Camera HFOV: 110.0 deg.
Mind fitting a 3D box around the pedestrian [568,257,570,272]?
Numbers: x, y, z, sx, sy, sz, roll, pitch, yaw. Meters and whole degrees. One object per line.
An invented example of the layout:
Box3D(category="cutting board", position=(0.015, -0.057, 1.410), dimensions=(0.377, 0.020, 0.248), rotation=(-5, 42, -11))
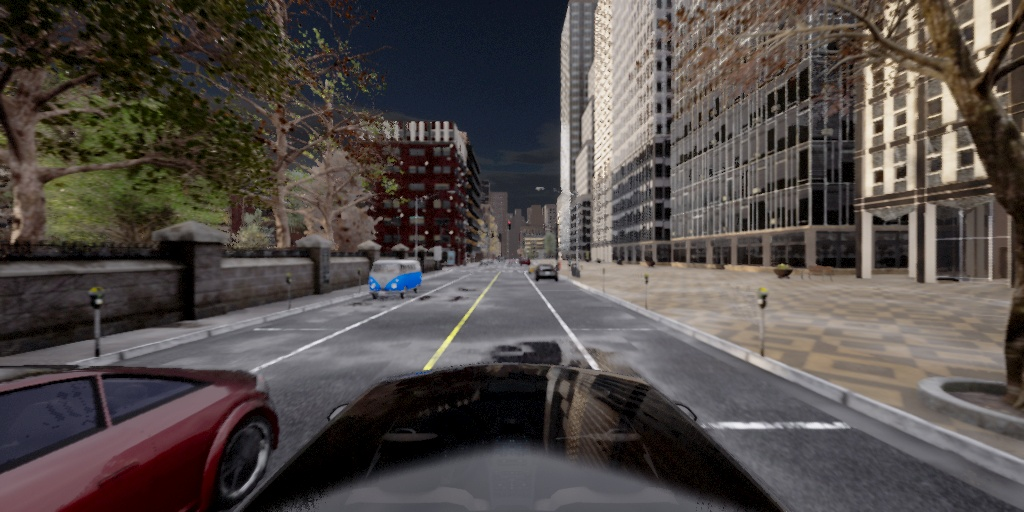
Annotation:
Box3D(category="pedestrian", position=(7.133, 1.042, 45.015), dimensions=(0.375, 1.860, 0.375), rotation=(0, 0, 0))

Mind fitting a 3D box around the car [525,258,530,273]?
Box3D(category="car", position=(2.687, 1.280, 40.504), dimensions=(1.751, 1.417, 4.829), rotation=(0, 0, 0))

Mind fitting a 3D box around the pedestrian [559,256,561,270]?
Box3D(category="pedestrian", position=(6.132, 0.900, 46.215), dimensions=(0.375, 1.860, 0.375), rotation=(0, 0, 0))

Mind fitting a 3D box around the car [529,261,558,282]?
Box3D(category="car", position=(2.687, 1.315, 29.069), dimensions=(1.948, 1.339, 4.313), rotation=(0, 0, 0))

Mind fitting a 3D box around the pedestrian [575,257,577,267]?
Box3D(category="pedestrian", position=(8.133, 1.022, 45.615), dimensions=(0.375, 1.860, 0.375), rotation=(0, 0, 0))

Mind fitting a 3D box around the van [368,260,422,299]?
Box3D(category="van", position=(-5.692, 1.088, 17.803), dimensions=(1.690, 1.789, 3.998), rotation=(0, 0, 0))

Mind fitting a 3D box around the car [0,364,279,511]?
Box3D(category="car", position=(-3.101, 1.314, 1.531), dimensions=(1.994, 1.385, 4.181), rotation=(0, 0, 0))
